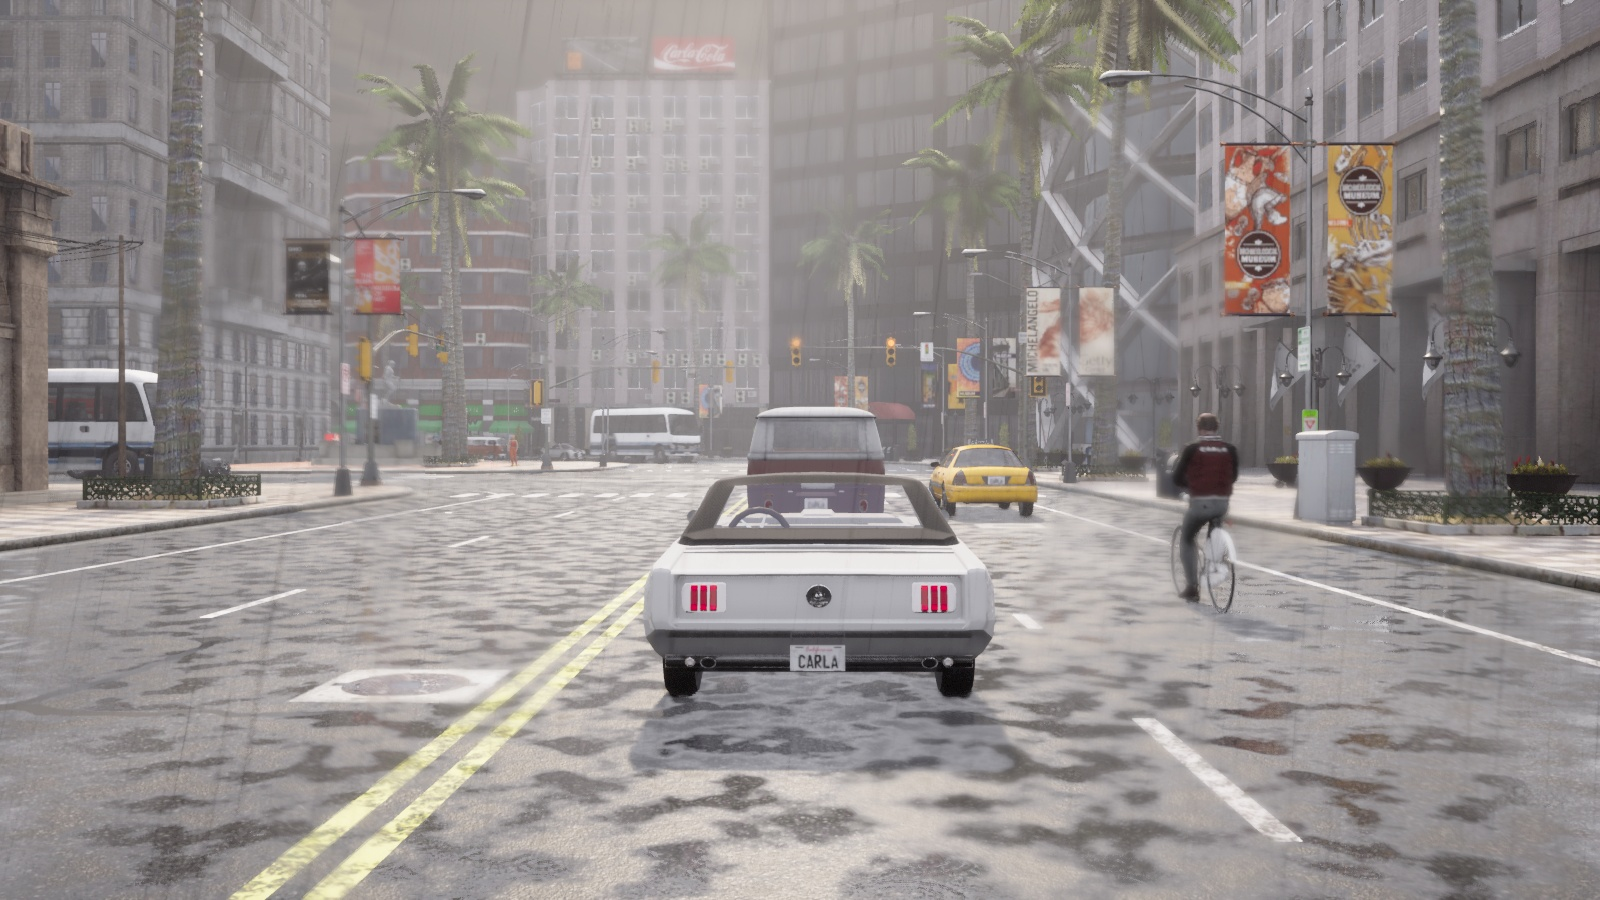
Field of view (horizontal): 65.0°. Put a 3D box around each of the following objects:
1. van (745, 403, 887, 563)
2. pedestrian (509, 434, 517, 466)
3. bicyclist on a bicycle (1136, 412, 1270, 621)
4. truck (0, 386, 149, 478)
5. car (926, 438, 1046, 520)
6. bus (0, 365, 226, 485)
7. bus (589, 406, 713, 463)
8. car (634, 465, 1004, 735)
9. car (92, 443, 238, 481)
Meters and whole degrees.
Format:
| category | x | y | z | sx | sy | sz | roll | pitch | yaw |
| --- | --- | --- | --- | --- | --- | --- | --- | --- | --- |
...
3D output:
| category | x | y | z | sx | sy | sz | roll | pitch | yaw |
| --- | --- | --- | --- | --- | --- | --- | --- | --- | --- |
| van | 0.224 | 0.399 | 17.841 | 1.775 | 1.987 | 4.442 | 0 | 0 | 1 |
| pedestrian | -16.477 | -0.017 | 72.117 | 0.345 | 1.836 | 0.594 | 0 | 0 | 0 |
| bicyclist on a bicycle | 3.657 | 0.555 | 11.552 | 0.659 | 1.776 | 1.843 | 0 | 1 | 1 |
| truck | -32.724 | -0.747 | 53.528 | 8.468 | 3.827 | 2.891 | 0 | 0 | 0 |
| car | 3.818 | 0.538 | 26.653 | 1.801 | 1.575 | 5.366 | 0 | 0 | 1 |
| bus | -27.301 | -0.914 | 46.485 | 10.273 | 4.253 | 3.944 | 0 | 0 | 0 |
| bus | -11.780 | -1.195 | 98.405 | 10.273 | 4.253 | 3.944 | 0 | 0 | 42 |
| car | 0.125 | 0.797 | 8.803 | 1.895 | 1.301 | 4.718 | 0 | 0 | 1 |
| car | -25.251 | 0.449 | 49.998 | 4.892 | 1.490 | 1.837 | 0 | 0 | 1 |
